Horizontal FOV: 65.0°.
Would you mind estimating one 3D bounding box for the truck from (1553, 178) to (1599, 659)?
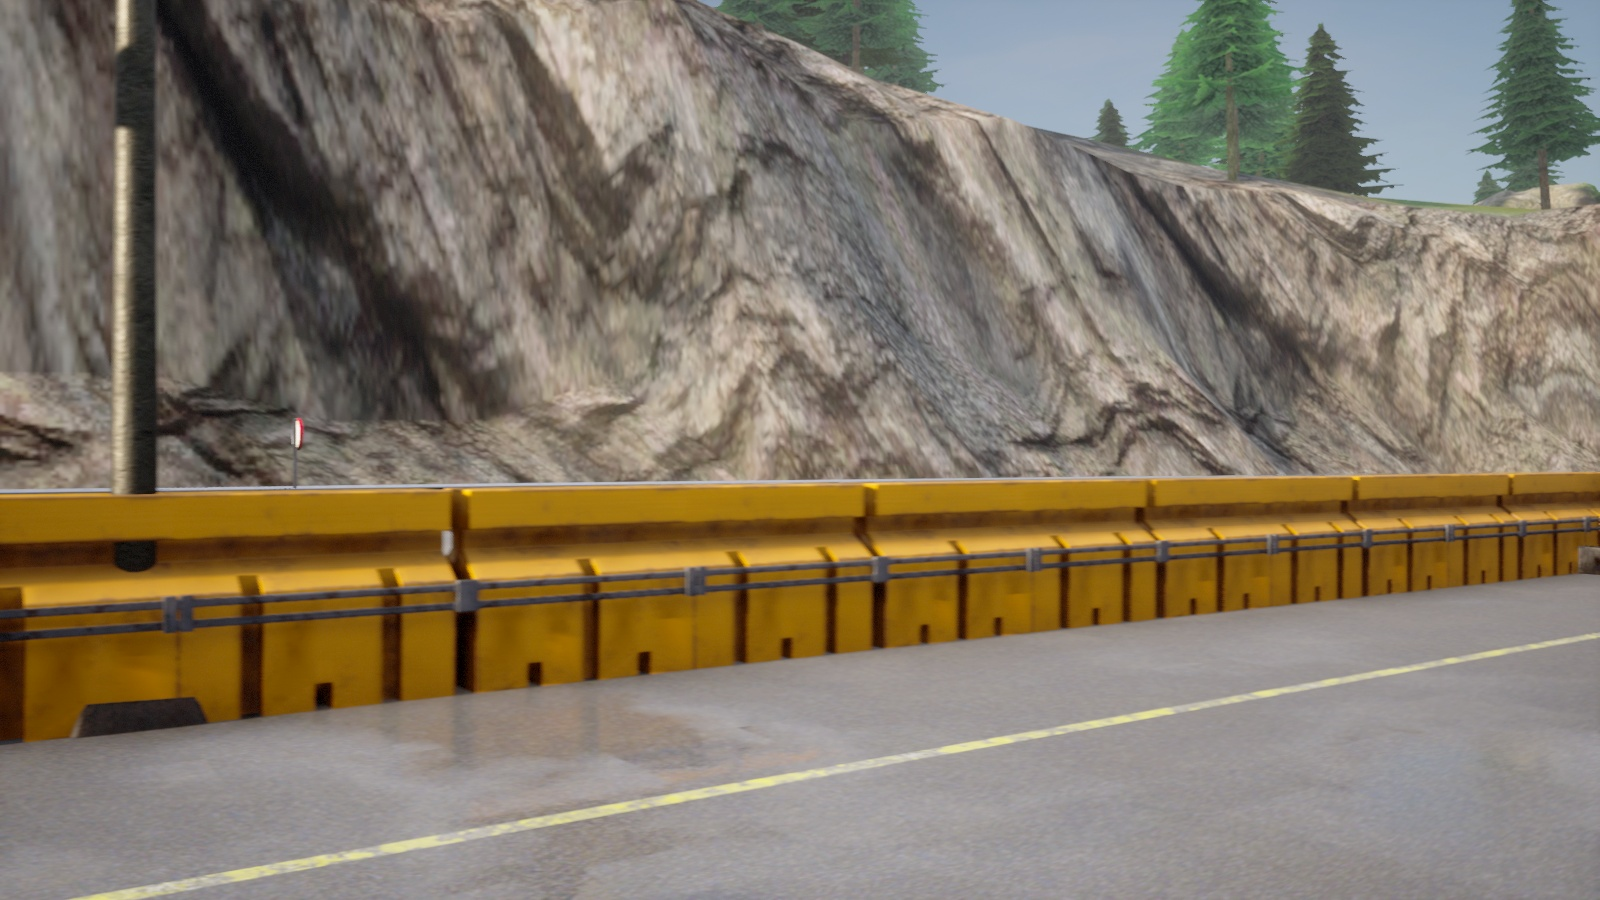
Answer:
[{"bbox_3d":[9.684,-0.232,10.303,7.936,3.462,2.891,0,0,-34],"label":"truck"}]
